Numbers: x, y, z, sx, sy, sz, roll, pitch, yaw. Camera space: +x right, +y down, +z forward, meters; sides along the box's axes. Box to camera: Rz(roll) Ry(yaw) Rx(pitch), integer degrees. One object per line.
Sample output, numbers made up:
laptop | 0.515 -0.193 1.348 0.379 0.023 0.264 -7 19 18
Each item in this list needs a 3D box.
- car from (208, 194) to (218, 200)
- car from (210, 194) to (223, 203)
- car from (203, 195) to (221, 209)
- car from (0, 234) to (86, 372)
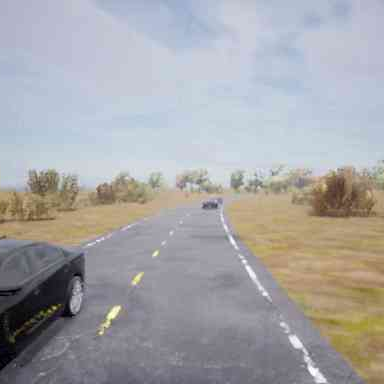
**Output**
car | 5.206 1.186 82.256 1.882 1.535 5.008 0 0 11
car | 4.758 1.329 61.382 2.033 1.411 5.357 0 0 8
car | 2.462 1.445 43.199 1.895 1.301 4.718 0 0 6
car | -3.026 1.457 4.526 1.882 1.535 5.008 0 0 1
